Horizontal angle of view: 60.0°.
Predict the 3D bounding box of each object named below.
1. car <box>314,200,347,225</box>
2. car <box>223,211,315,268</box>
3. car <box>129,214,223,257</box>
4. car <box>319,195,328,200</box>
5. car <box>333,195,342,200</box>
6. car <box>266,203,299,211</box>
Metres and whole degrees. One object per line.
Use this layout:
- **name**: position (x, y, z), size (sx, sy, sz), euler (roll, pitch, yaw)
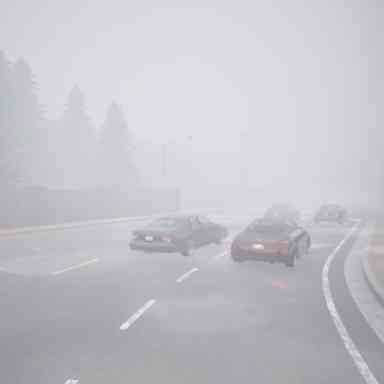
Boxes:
- **car**: position (10.169, 1.562, 24.347), size (2.033, 1.411, 5.357), euler (0, 0, 30)
- **car**: position (2.855, 1.571, 11.563), size (1.994, 1.385, 4.181), euler (0, 0, 27)
- **car**: position (-0.265, 1.562, 13.149), size (2.033, 1.411, 5.357), euler (0, 0, 27)
- **car**: position (34.879, 1.518, 88.352), size (1.812, 1.442, 4.674), euler (0, 0, 30)
- **car**: position (37.913, 1.517, 86.606), size (1.812, 1.442, 4.674), euler (0, 0, 30)
- **car**: position (7.135, 1.571, 26.092), size (1.994, 1.385, 4.181), euler (0, 0, 30)
